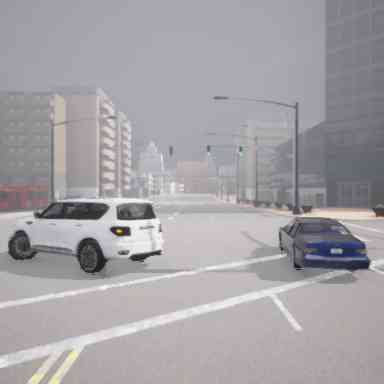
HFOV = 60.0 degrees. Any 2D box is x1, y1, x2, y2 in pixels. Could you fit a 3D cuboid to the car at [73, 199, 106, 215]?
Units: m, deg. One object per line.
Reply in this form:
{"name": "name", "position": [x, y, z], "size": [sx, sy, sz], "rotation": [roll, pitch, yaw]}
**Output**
{"name": "car", "position": [-10.565, 1.496, 34.683], "size": [1.837, 1.490, 4.892], "rotation": [0, 0, 0]}

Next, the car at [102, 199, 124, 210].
{"name": "car", "position": [-10.560, 1.632, 44.683], "size": [1.994, 1.385, 4.181], "rotation": [0, -1, 0]}

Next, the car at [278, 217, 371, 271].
{"name": "car", "position": [4.025, 1.541, 10.951], "size": [2.033, 1.411, 5.357], "rotation": [0, 0, 8]}

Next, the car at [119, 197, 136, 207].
{"name": "car", "position": [-10.512, 1.650, 54.771], "size": [1.882, 1.535, 5.008], "rotation": [0, -1, 0]}

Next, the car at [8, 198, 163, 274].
{"name": "car", "position": [-3.526, 1.214, 10.754], "size": [5.566, 2.045, 2.150], "rotation": [0, -2, 32]}
